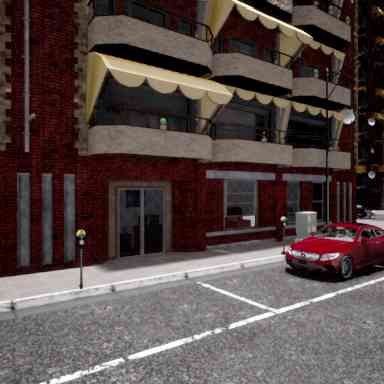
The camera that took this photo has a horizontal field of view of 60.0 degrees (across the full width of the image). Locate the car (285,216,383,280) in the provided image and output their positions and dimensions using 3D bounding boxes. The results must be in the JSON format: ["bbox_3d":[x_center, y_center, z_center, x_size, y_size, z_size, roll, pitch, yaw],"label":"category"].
[{"bbox_3d":[4.594,1.582,9.888,4.206,1.307,1.802,0,0,-35],"label":"car"}]

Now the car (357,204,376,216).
[{"bbox_3d":[15.537,1.806,32.935,2.128,1.511,4.902,0,-1,-36],"label":"car"}]
